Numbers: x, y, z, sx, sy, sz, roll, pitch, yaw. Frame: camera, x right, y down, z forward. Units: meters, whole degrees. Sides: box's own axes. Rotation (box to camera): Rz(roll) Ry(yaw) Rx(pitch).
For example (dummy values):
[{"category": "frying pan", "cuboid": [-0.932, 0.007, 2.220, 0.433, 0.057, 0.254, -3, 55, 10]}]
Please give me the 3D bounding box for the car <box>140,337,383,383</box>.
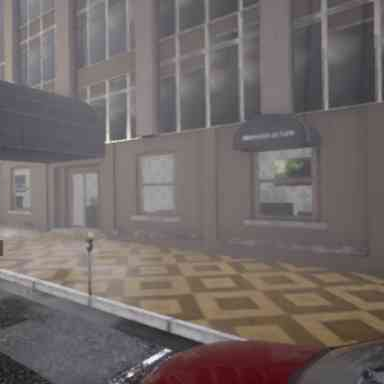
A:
[{"category": "car", "cuboid": [1.448, 1.583, 1.856, 4.206, 1.307, 1.802, 0, -1, 36]}]
